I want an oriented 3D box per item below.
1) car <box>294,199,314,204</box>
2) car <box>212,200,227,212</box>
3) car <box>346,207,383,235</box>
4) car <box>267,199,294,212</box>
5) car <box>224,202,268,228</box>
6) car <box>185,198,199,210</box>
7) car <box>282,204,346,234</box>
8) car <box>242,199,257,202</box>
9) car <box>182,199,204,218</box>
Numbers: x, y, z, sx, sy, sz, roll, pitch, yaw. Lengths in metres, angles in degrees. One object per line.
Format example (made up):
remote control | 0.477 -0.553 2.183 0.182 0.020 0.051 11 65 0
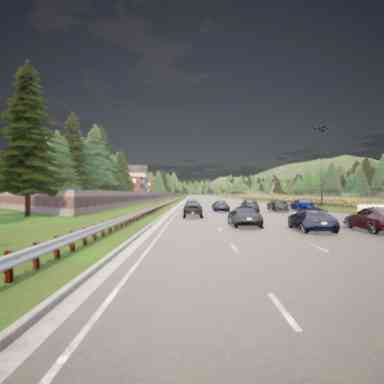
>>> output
car | 14.079 1.648 42.745 1.882 1.535 5.008 0 0 0
car | 3.580 1.732 42.086 1.994 1.385 4.181 0 0 0
car | 10.591 1.603 19.180 1.812 1.442 4.674 0 0 0
car | 10.580 1.657 41.312 2.128 1.511 4.902 0 0 0
car | 3.588 1.655 22.807 1.994 1.385 4.181 0 0 0
car | -0.014 1.664 47.072 1.882 1.535 5.008 0 0 0
car | 7.090 1.644 19.827 1.994 1.385 4.181 0 0 0
car | 7.079 1.657 41.309 2.128 1.511 4.902 0 0 0
car | 0.084 1.628 31.509 1.837 1.490 4.892 0 -1 0
